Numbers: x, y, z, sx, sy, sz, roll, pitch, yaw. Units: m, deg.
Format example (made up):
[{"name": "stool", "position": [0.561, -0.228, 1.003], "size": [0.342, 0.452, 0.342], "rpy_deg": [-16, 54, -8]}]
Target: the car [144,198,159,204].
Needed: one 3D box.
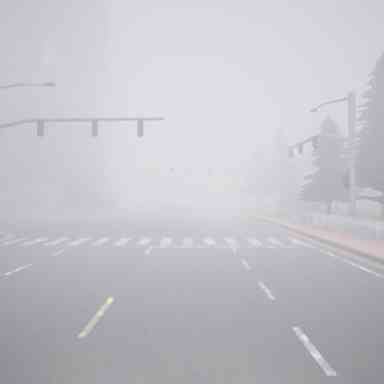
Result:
[{"name": "car", "position": [-10.123, 2.247, 83.240], "size": [1.882, 1.535, 5.008], "rpy_deg": [0, -1, -39]}]
